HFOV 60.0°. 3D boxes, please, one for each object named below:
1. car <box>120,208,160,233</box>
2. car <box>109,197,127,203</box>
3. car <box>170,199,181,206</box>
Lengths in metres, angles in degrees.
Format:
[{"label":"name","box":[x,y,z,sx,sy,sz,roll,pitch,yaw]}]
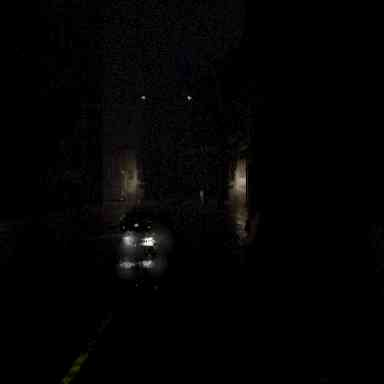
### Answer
[{"label":"car","box":[-3.103,1.667,20.485,1.994,1.385,4.181,0,0,0]},{"label":"car","box":[-17.888,1.924,80.615,4.181,1.385,1.994,0,0,0]},{"label":"car","box":[-3.042,1.969,62.408,1.895,1.301,4.718,0,0,1]}]
